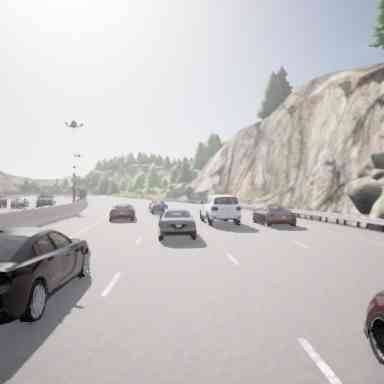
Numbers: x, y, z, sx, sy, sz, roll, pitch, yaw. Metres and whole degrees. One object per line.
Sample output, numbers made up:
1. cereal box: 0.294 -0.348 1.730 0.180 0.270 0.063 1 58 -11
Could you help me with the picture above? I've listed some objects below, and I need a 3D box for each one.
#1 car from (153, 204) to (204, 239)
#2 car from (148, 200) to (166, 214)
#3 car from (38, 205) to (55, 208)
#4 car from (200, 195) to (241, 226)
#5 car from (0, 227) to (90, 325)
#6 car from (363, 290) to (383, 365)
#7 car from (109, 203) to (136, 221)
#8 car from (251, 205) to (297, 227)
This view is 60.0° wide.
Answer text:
1. car: -0.850 1.558 17.326 2.033 1.411 5.357 0 0 -6
2. car: -3.702 1.573 36.294 2.033 1.411 5.357 0 0 -12
3. car: -21.581 1.291 49.404 2.150 2.045 5.566 0 0 -16
4. car: 1.914 1.229 23.801 2.150 2.045 5.566 0 0 -7
5. car: -3.665 1.489 7.191 1.882 1.535 5.008 0 0 -2
6. car: 3.466 1.558 3.074 1.994 1.385 4.181 0 0 -1
7. car: -5.753 1.590 27.756 1.994 1.385 4.181 0 0 -9
8. car: 5.523 1.563 22.846 1.994 1.385 4.181 0 0 -7
